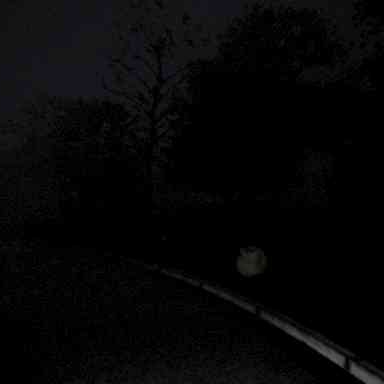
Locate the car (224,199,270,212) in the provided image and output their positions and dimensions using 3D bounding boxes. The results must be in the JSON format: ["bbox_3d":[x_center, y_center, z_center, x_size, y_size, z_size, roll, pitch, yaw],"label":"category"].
[{"bbox_3d":[5.986,1.391,35.273,5.357,1.411,2.033,-1,0,-21],"label":"car"}]
